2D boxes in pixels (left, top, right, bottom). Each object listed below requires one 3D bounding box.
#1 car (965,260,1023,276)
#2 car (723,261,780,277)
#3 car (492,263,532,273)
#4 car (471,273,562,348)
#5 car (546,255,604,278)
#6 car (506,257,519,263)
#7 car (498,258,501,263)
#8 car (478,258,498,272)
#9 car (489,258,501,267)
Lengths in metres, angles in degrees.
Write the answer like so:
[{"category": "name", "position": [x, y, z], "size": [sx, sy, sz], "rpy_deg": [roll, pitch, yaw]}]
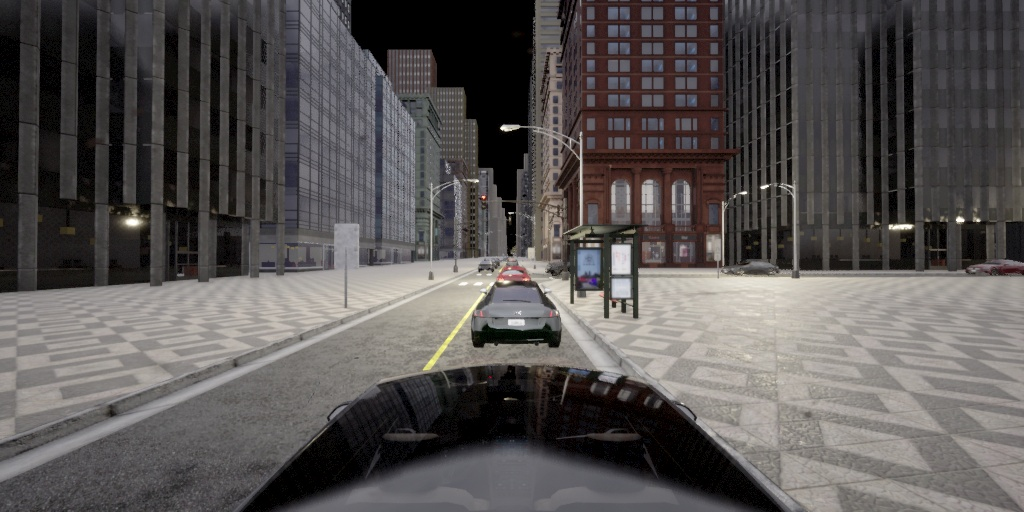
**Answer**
[{"category": "car", "position": [45.030, 1.099, 33.148], "size": [4.674, 1.442, 1.812], "rpy_deg": [0, -1, 0]}, {"category": "car", "position": [22.136, 1.189, 33.235], "size": [4.674, 1.442, 1.812], "rpy_deg": [0, -1, 0]}, {"category": "car", "position": [0.110, 1.269, 19.105], "size": [1.812, 1.442, 4.674], "rpy_deg": [0, 0, 1]}, {"category": "car", "position": [0.095, 1.314, 9.270], "size": [1.994, 1.385, 4.181], "rpy_deg": [0, 0, 0]}, {"category": "car", "position": [5.900, 0.937, 32.934], "size": [5.566, 2.045, 2.150], "rpy_deg": [0, -1, -4]}, {"category": "car", "position": [0.057, 1.156, 57.326], "size": [2.128, 1.511, 4.902], "rpy_deg": [0, 0, 0]}, {"category": "car", "position": [-3.116, 1.163, 54.130], "size": [2.128, 1.511, 4.902], "rpy_deg": [0, 0, 0]}, {"category": "car", "position": [-3.111, 1.244, 44.202], "size": [2.033, 1.411, 5.357], "rpy_deg": [0, 0, 0]}, {"category": "car", "position": [-3.084, 1.146, 65.038], "size": [1.837, 1.490, 4.892], "rpy_deg": [0, 0, 0]}]
